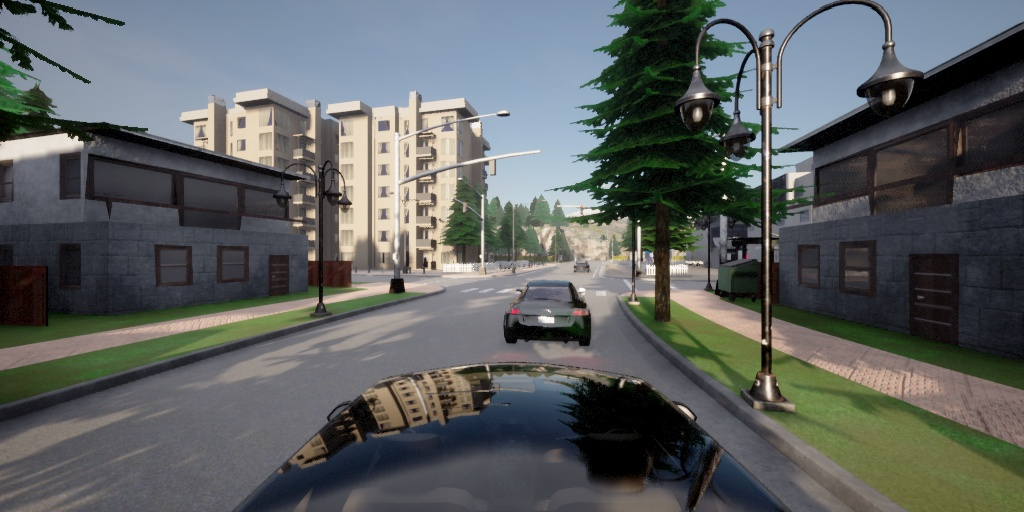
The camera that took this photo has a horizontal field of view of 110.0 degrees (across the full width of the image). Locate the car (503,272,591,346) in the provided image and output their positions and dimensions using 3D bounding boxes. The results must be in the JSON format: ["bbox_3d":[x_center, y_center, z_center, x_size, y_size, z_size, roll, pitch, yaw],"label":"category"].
[{"bbox_3d":[1.011,1.314,9.513,1.994,1.385,4.181,0,0,9],"label":"car"}]

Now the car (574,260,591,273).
[{"bbox_3d":[8.791,1.276,44.992,2.128,1.511,4.902,0,0,14],"label":"car"}]
